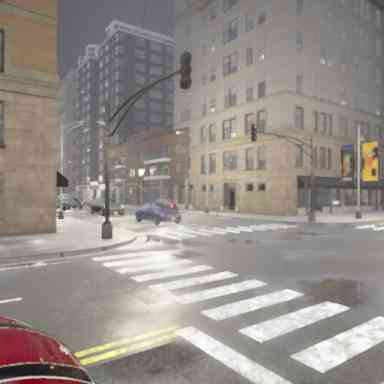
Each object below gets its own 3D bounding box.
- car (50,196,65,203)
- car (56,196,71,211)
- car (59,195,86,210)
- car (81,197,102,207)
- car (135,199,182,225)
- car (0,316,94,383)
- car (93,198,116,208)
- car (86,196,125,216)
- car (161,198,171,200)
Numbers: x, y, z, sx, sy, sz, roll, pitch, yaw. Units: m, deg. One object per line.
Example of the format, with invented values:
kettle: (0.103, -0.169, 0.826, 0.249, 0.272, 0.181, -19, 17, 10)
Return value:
car: (-28.268, 1.557, 69.933, 1.947, 1.339, 4.313, 0, 0, -35)
car: (-15.950, 1.518, 38.577, 1.947, 1.339, 4.313, 0, 0, -35)
car: (-15.149, 1.465, 41.863, 1.837, 1.490, 4.892, 0, 0, -35)
car: (-15.783, 1.504, 52.252, 1.752, 1.417, 4.829, 0, 0, -35)
car: (-2.549, 1.500, 23.952, 1.812, 1.442, 4.674, 0, 0, -34)
car: (-2.700, 1.352, 1.540, 4.553, 1.767, 2.097, 0, 0, -36)
car: (-12.539, 1.559, 47.658, 1.802, 1.307, 4.206, 0, 0, -35)
car: (-8.216, 1.317, 32.039, 2.097, 1.767, 4.553, 0, 0, -35)
car: (-3.101, 1.424, 34.294, 1.967, 1.590, 4.097, 0, 0, -35)
